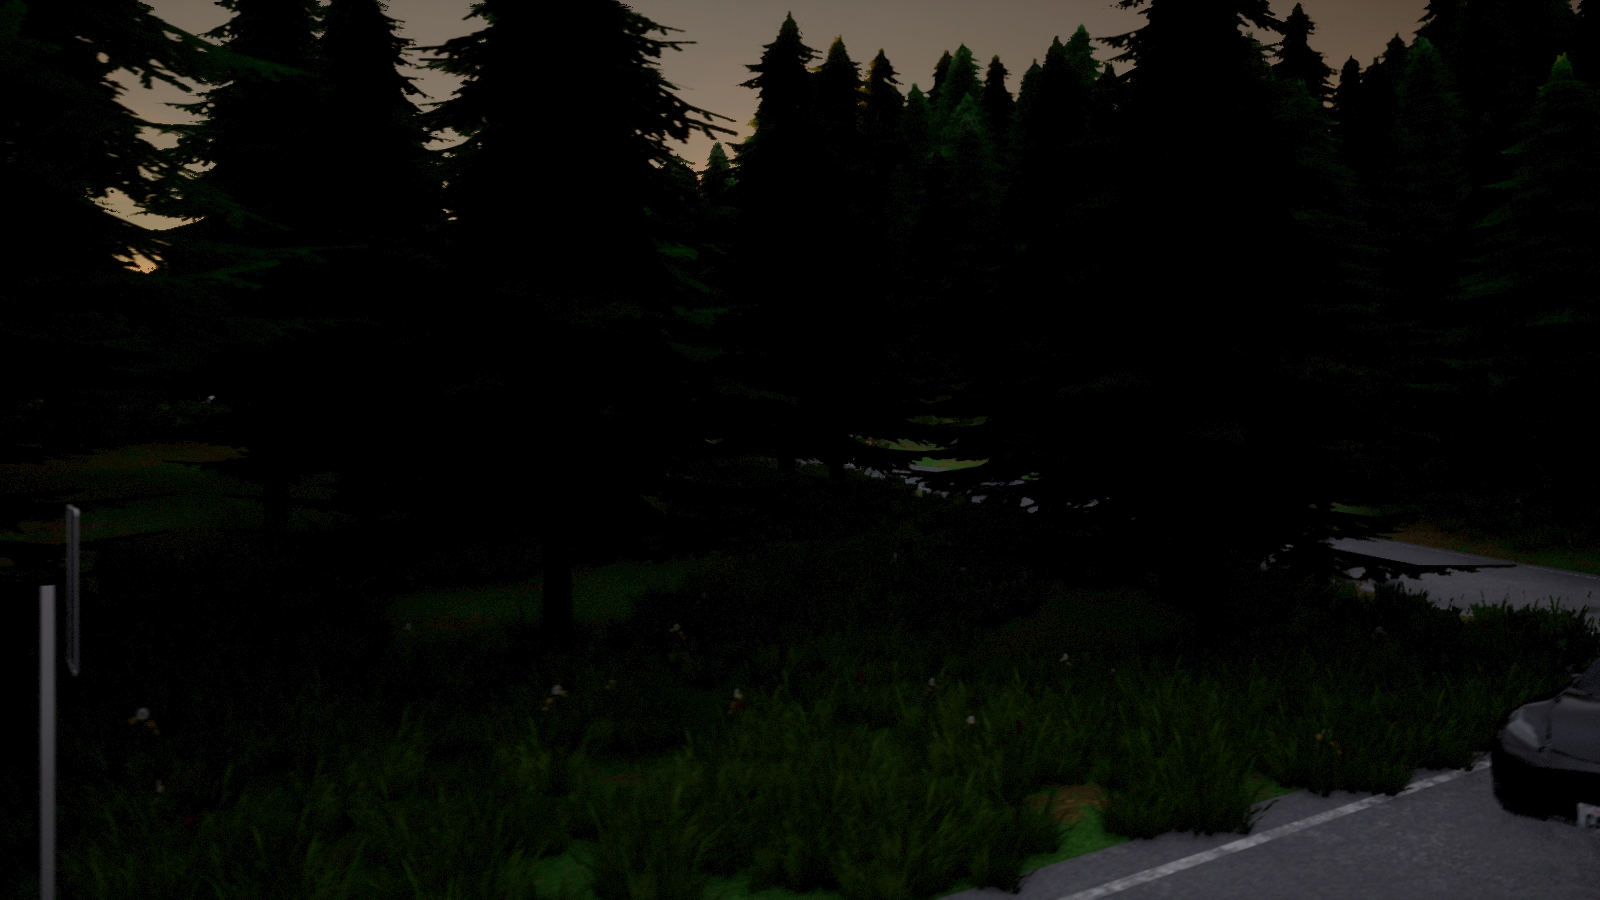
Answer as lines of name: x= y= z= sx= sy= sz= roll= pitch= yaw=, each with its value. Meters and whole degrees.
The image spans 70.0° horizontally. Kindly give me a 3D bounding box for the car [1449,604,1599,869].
car: x=7.423 y=2.063 z=8.870 sx=4.792 sy=1.488 sz=2.163 roll=0 pitch=0 yaw=-33
